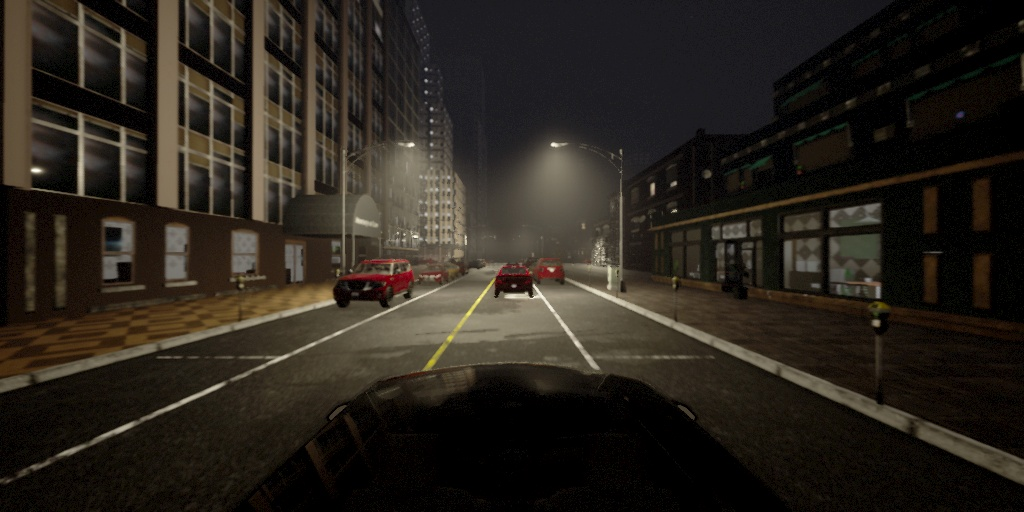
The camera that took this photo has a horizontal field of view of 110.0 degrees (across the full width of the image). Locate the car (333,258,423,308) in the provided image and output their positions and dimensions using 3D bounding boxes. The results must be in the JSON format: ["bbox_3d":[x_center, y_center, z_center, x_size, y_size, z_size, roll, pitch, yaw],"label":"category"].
[{"bbox_3d":[-5.697,1.071,15.526,2.192,1.841,5.009,0,0,0],"label":"car"}]

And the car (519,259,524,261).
[{"bbox_3d":[0.080,1.342,43.080,1.994,1.385,4.181,0,0,0],"label":"car"}]

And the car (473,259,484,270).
[{"bbox_3d":[-5.715,1.356,54.285,1.948,1.339,4.313,0,0,0],"label":"car"}]

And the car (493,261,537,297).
[{"bbox_3d":[0.091,1.237,19.138,1.882,1.535,5.008,0,0,0],"label":"car"}]

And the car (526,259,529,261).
[{"bbox_3d":[2.673,1.299,37.847,1.751,1.417,4.829,0,0,0],"label":"car"}]

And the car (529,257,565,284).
[{"bbox_3d":[2.678,1.079,26.603,2.192,1.841,5.009,0,0,0],"label":"car"}]

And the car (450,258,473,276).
[{"bbox_3d":[-5.707,1.087,37.674,2.192,1.841,5.009,0,0,0],"label":"car"}]

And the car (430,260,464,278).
[{"bbox_3d":[-5.705,1.293,31.967,1.751,1.417,4.829,0,0,0],"label":"car"}]

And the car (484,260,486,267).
[{"bbox_3d":[-5.719,1.348,59.821,2.007,1.370,4.403,0,0,0],"label":"car"}]

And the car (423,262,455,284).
[{"bbox_3d":[-5.703,1.345,26.600,1.802,1.307,4.207,0,0,0],"label":"car"}]

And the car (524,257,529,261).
[{"bbox_3d":[2.668,1.100,48.751,2.192,1.841,5.009,0,0,0],"label":"car"}]
